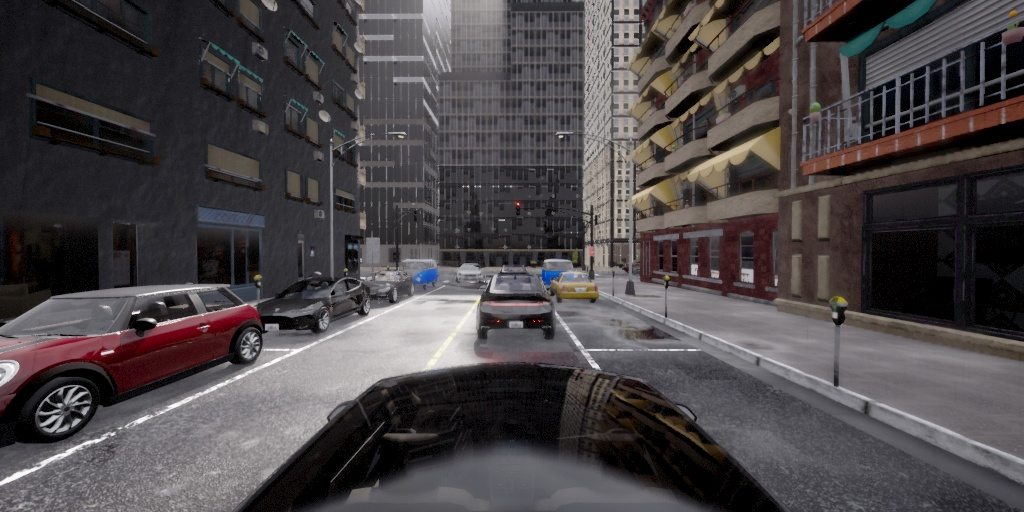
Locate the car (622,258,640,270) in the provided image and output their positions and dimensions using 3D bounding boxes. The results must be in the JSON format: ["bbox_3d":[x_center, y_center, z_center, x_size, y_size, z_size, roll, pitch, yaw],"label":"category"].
[{"bbox_3d":[15.293,1.087,41.154,5.009,1.841,2.192,0,0,0],"label":"car"}]

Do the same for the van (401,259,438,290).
[{"bbox_3d":[-5.662,1.087,21.877,1.690,1.789,3.998,0,0,0],"label":"van"}]

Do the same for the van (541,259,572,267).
[{"bbox_3d":[2.719,1.087,21.835,1.690,1.789,3.998,0,0,0],"label":"van"}]

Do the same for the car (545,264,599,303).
[{"bbox_3d":[2.710,1.272,16.403,1.751,1.417,4.829,0,0,0],"label":"car"}]

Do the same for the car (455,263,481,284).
[{"bbox_3d":[-3.128,1.282,26.864,1.812,1.442,4.674,1,-1,-7],"label":"car"}]

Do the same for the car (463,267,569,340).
[{"bbox_3d":[0.095,1.240,10.010,2.128,1.511,4.902,0,0,0],"label":"car"}]

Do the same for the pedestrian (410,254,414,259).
[{"bbox_3d":[-12.329,0.635,44.289,0.375,1.860,0.375,0,1,0],"label":"pedestrian"}]

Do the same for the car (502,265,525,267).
[{"bbox_3d":[0.093,1.237,20.312,2.128,1.511,4.902,0,0,0],"label":"car"}]

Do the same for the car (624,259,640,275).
[{"bbox_3d":[14.730,1.370,38.558,4.181,1.385,1.994,0,1,0],"label":"car"}]

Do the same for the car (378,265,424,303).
[{"bbox_3d":[-5.671,1.297,16.275,2.007,1.370,4.403,0,0,0],"label":"car"}]

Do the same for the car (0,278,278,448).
[{"bbox_3d":[-5.688,1.189,5.071,1.967,1.591,4.097,0,0,0],"label":"car"}]

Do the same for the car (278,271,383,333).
[{"bbox_3d":[-5.679,1.314,10.672,1.948,1.339,4.313,0,0,0],"label":"car"}]
